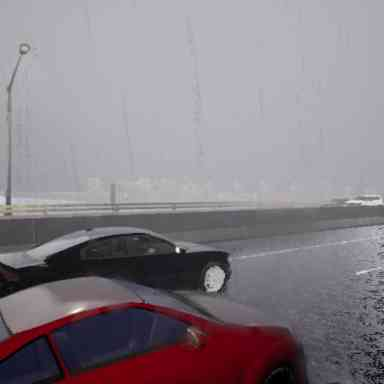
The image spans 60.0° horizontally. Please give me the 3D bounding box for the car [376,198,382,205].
[{"bbox_3d":[23.142,1.663,37.099,4.902,1.511,2.128,0,0,-34],"label":"car"}]

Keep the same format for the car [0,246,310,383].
[{"bbox_3d":[-0.787,1.566,3.178,4.181,1.385,1.994,0,0,-35],"label":"car"}]

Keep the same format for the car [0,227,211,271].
[{"bbox_3d":[-1.351,1.485,7.074,5.008,1.535,1.882,0,0,-35],"label":"car"}]

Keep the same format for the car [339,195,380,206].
[{"bbox_3d":[20.383,1.387,39.460,5.566,2.045,2.150,0,0,-34],"label":"car"}]

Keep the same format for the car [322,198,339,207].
[{"bbox_3d":[18.702,1.519,42.539,4.553,1.767,2.097,0,0,-34],"label":"car"}]
